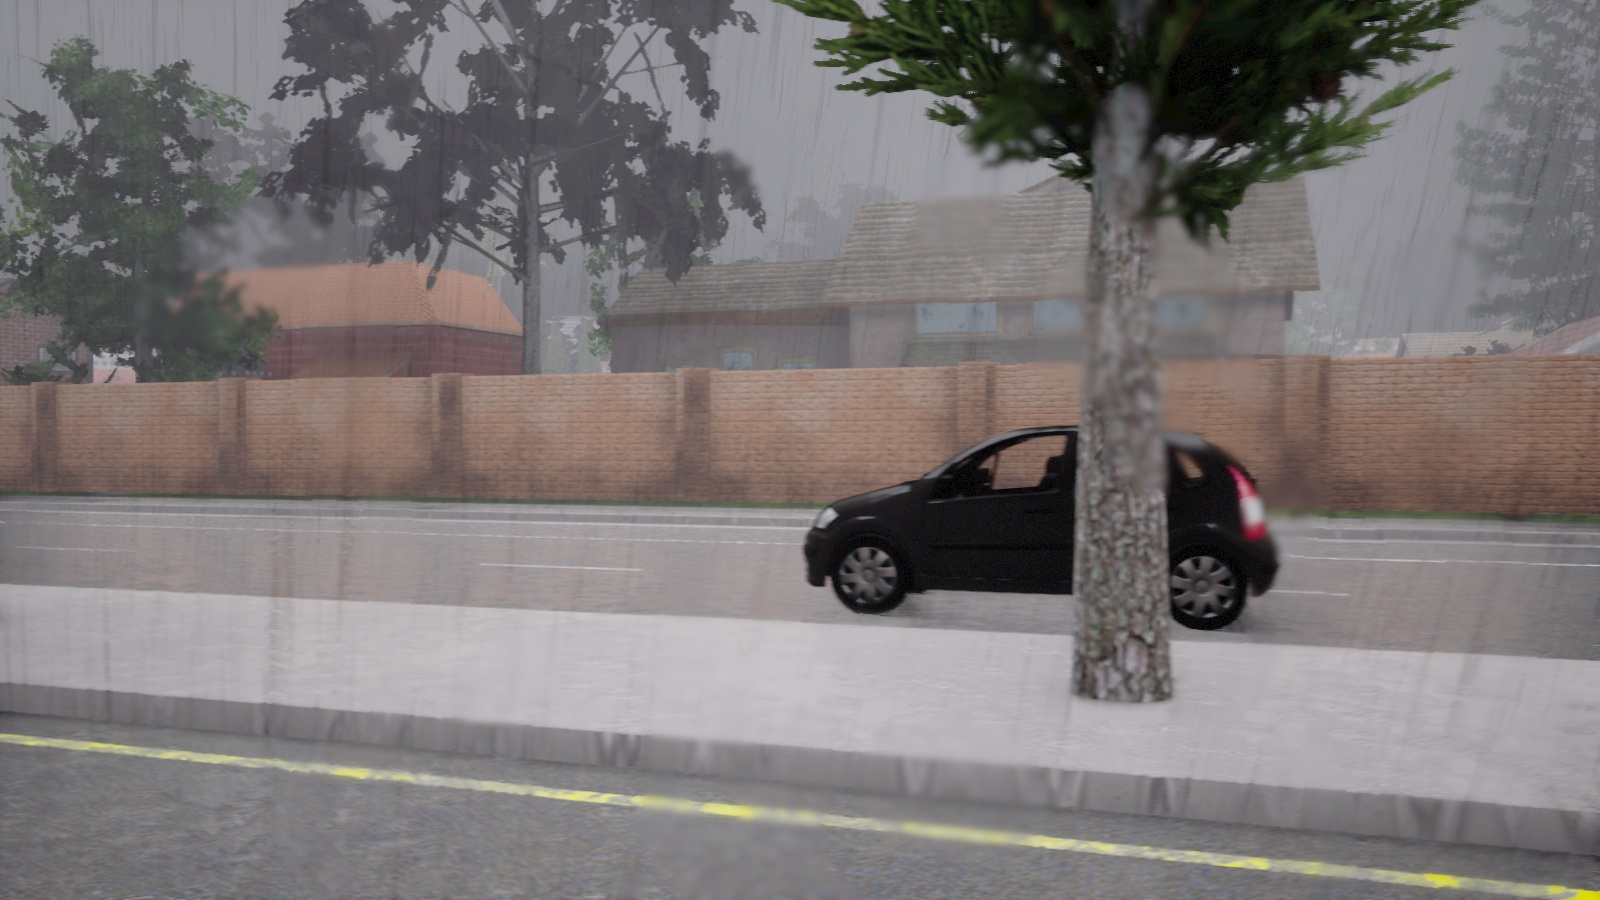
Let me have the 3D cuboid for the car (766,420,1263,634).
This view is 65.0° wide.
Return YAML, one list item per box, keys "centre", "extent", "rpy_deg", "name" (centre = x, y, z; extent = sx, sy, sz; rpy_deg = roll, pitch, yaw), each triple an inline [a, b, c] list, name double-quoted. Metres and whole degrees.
- centre: [1.893, 0.556, 10.994]
  extent: [3.988, 1.617, 1.851]
  rpy_deg: [1, 1, 19]
  name: "car"
